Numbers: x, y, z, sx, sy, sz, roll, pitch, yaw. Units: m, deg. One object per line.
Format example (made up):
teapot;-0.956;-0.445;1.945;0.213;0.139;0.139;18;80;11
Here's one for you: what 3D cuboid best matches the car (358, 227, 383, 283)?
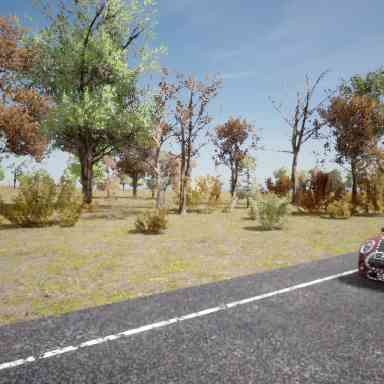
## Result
car;6.308;1.350;8.705;4.553;1.767;2.097;0;0;-37
